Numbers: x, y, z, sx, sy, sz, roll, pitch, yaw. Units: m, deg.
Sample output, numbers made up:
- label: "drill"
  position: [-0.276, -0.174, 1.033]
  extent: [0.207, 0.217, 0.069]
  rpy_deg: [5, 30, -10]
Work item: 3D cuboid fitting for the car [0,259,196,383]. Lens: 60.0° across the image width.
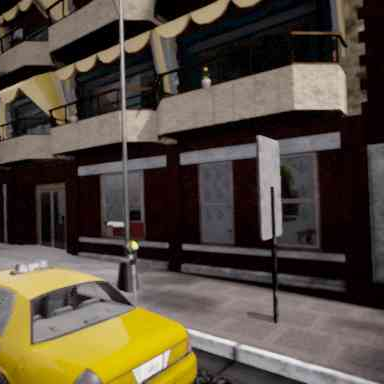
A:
- label: "car"
  position: [-2.237, 1.568, 4.345]
  extent: [4.829, 1.417, 1.752]
  rpy_deg: [-1, -2, 36]
